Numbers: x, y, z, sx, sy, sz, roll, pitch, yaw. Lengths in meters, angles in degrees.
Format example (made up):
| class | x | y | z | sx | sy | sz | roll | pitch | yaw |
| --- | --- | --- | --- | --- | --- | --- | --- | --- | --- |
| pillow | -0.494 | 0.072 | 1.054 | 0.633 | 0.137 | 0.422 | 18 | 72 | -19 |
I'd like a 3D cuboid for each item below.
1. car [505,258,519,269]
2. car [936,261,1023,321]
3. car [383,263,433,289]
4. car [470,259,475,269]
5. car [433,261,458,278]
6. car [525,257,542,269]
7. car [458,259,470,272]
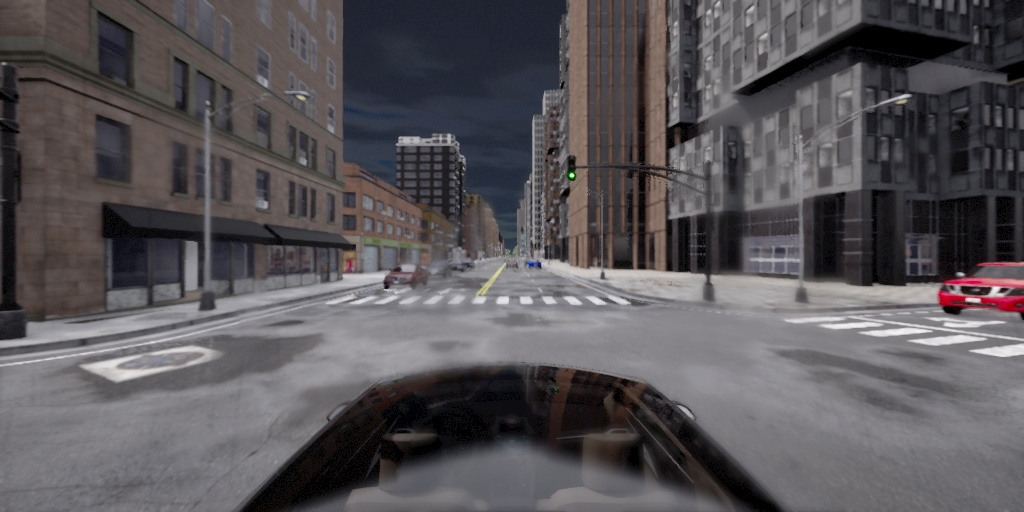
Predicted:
| class | x | y | z | sx | sy | sz | roll | pitch | yaw |
| --- | --- | --- | --- | --- | --- | --- | --- | --- | --- |
| car | 0.005 | 1.130 | 53.749 | 2.128 | 1.511 | 4.902 | 0 | 0 | 0 |
| car | 18.764 | 1.220 | 13.319 | 5.566 | 2.045 | 2.150 | 1 | 0 | -16 |
| car | -6.599 | 1.233 | 22.797 | 1.812 | 1.442 | 4.674 | 0 | 0 | 0 |
| car | -6.503 | 1.188 | 52.991 | 2.033 | 1.411 | 5.357 | 0 | 0 | 0 |
| car | -6.593 | 1.179 | 32.757 | 2.128 | 1.511 | 4.902 | 0 | 0 | 0 |
| car | 3.346 | 1.117 | 53.300 | 1.882 | 1.535 | 5.008 | 0 | 0 | 0 |
| car | -6.566 | 1.229 | 42.719 | 1.994 | 1.385 | 4.181 | 0 | 0 | 0 |
